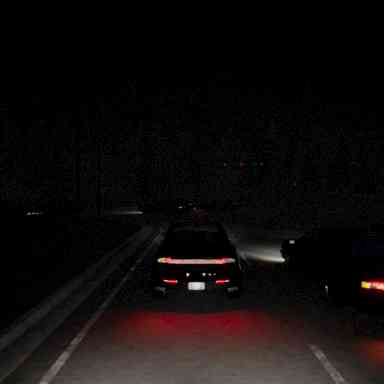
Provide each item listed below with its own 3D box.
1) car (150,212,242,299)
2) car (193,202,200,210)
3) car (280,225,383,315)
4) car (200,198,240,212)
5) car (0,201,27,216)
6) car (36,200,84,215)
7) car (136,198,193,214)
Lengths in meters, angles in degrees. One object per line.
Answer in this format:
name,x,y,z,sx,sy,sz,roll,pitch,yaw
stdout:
car,0.099,1.490,8.457,2.128,1.511,4.902,0,0,0
car,-1.944,1.497,37.130,4.892,1.490,1.837,0,-1,26
car,3.597,1.546,7.831,2.033,1.411,5.357,0,0,0
car,3.075,1.483,38.200,4.902,1.511,2.128,0,0,33
car,-17.330,1.557,30.187,4.181,1.385,1.994,0,0,3
car,-13.239,1.518,33.333,4.674,1.442,1.812,0,0,8
car,-3.033,1.540,34.226,5.357,1.411,2.033,0,0,23
